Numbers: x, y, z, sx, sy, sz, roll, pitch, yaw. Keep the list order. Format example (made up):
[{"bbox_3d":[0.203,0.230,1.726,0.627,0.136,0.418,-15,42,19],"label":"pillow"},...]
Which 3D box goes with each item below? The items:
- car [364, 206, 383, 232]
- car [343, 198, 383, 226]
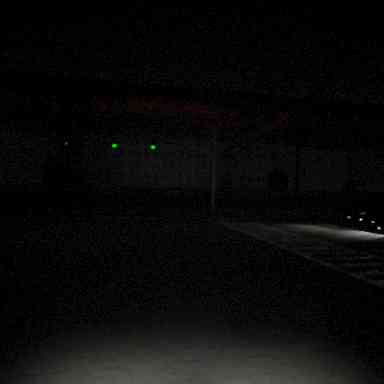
[{"bbox_3d":[13.521,1.762,19.835,5.357,1.411,2.033,1,0,-10],"label":"car"},{"bbox_3d":[13.545,1.432,23.397,5.566,2.045,2.150,1,0,-10],"label":"car"}]
